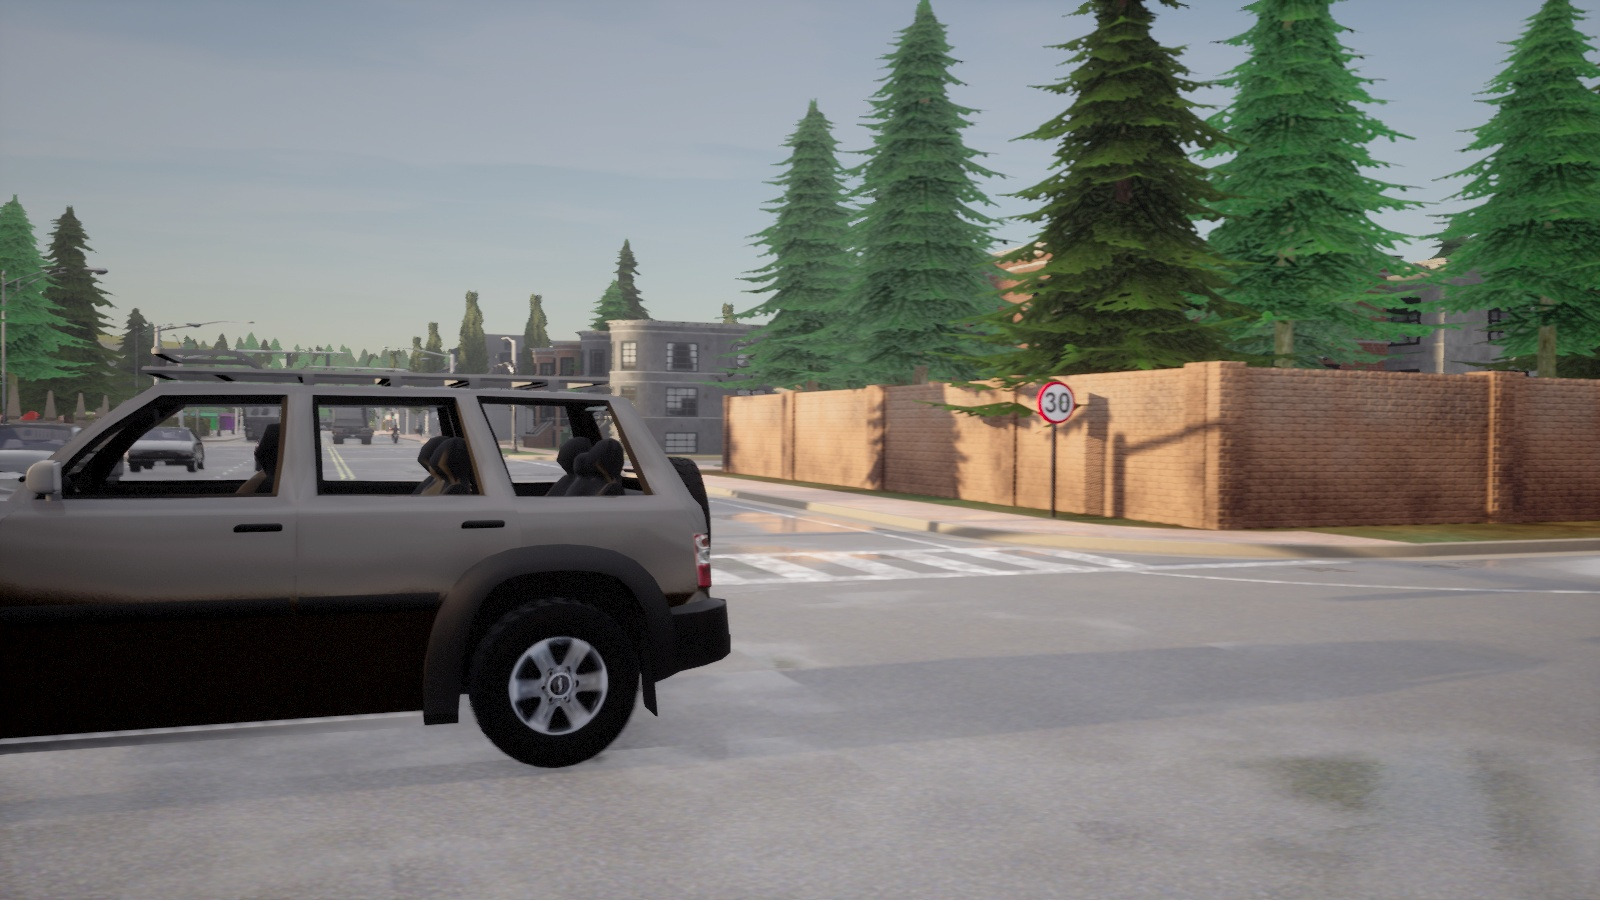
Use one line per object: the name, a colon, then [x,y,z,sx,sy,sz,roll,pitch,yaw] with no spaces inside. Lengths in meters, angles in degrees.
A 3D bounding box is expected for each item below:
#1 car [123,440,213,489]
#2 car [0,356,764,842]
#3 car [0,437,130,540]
car: [-20.142,0.409,40.225,2.033,1.411,5.357,-1,1,-21]
car: [-2.674,0.547,5.966,4.605,1.855,1.932,-1,1,-21]
car: [-12.675,0.552,20.840,2.128,1.511,4.902,-1,1,-21]
